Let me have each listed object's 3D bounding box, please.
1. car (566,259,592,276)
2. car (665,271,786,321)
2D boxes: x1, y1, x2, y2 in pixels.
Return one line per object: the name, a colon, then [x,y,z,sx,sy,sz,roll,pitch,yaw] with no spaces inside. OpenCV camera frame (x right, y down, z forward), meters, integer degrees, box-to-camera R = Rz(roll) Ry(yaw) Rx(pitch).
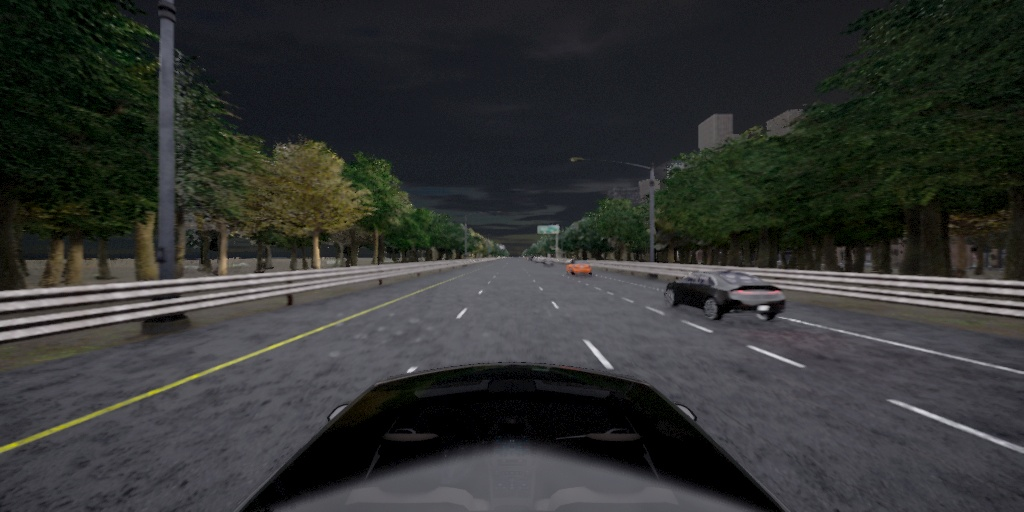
car: [7.065,1.120,38.412,2.097,1.767,4.553,0,0,0]
car: [7.003,1.245,12.418,2.128,1.511,4.902,0,0,0]
